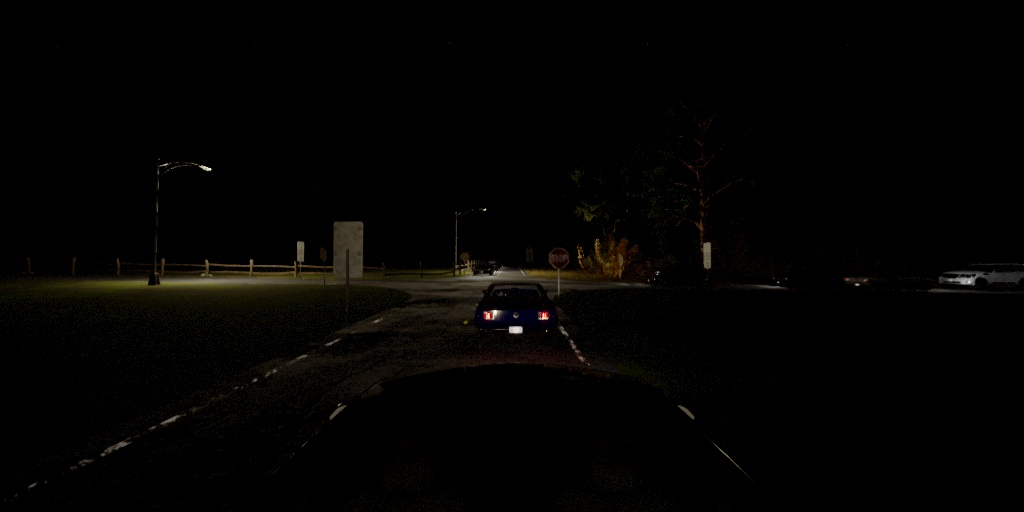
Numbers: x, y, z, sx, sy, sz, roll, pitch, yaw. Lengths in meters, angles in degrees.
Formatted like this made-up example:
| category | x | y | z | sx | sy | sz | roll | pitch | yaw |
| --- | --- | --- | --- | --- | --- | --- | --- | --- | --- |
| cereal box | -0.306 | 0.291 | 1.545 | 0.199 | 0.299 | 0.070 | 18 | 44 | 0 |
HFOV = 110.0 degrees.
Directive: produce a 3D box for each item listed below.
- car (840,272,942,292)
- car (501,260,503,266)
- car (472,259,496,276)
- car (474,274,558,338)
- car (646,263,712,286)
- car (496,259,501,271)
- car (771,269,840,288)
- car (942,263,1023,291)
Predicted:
| category | x | y | z | sx | sy | sz | roll | pitch | yaw |
| --- | --- | --- | --- | --- | --- | --- | --- | --- | --- |
| car | 26.136 | 1.743 | 24.862 | 4.718 | 1.301 | 1.895 | 1 | -1 | 0 |
| car | -2.900 | 1.274 | 61.255 | 1.882 | 1.535 | 5.008 | 0 | 0 | 1 |
| car | -2.914 | 1.292 | 36.970 | 1.812 | 1.442 | 4.674 | 0 | 0 | 0 |
| car | 0.088 | 1.352 | 10.166 | 1.895 | 1.301 | 4.718 | 0 | 0 | 0 |
| car | 12.819 | 1.346 | 27.742 | 4.553 | 1.767 | 2.097 | 1 | -1 | 1 |
| car | -2.929 | 1.344 | 49.147 | 1.994 | 1.385 | 4.181 | 0 | 0 | 0 |
| car | 23.267 | 1.695 | 27.775 | 5.357 | 1.411 | 2.033 | 1 | -1 | 0 |
| car | 36.876 | 1.574 | 27.883 | 5.566 | 2.045 | 2.150 | 1 | -1 | 0 |
